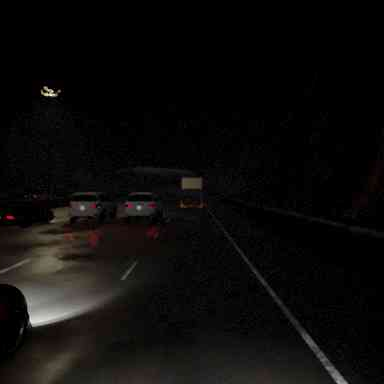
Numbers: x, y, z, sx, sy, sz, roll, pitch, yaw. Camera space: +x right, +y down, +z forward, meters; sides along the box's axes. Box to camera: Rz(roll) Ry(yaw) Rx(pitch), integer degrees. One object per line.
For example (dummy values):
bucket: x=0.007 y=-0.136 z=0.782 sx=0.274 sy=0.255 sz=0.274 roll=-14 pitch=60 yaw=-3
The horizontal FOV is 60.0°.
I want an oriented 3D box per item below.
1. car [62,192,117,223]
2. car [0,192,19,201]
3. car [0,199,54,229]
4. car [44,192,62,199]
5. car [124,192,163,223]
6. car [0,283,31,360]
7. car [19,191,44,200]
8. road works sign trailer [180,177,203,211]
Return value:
car: x=-6.897 y=1.039 z=23.602 sx=2.150 sy=2.045 sz=5.566 roll=0 pitch=1 yaw=0
car: x=-28.035 y=0.875 z=52.018 sx=2.033 sy=1.411 sz=5.357 roll=0 pitch=1 yaw=1
car: x=-10.398 y=1.400 z=20.449 sx=2.033 sy=1.411 sz=5.357 roll=0 pitch=1 yaw=0
car: x=-21.049 y=0.840 z=52.569 sx=1.812 sy=1.442 sz=4.674 roll=0 pitch=1 yaw=0
car: x=-3.397 y=1.033 z=24.077 sx=2.150 sy=2.045 sz=5.566 roll=0 pitch=1 yaw=0
car: x=-3.400 y=1.550 z=3.269 sx=1.994 sy=1.385 sz=4.181 roll=0 pitch=0 yaw=0
car: x=-24.549 y=0.672 z=52.345 sx=2.097 sy=1.767 sz=4.553 roll=0 pitch=1 yaw=0
road works sign trailer: x=-0.008 y=0.123 z=34.717 sx=2.380 sy=3.560 sz=2.880 roll=0 pitch=1 yaw=0
